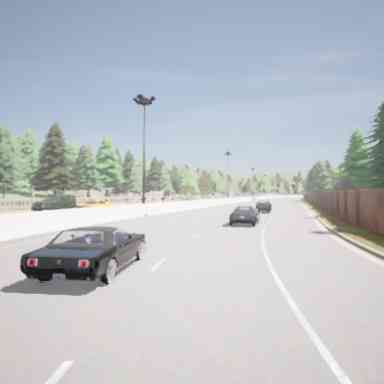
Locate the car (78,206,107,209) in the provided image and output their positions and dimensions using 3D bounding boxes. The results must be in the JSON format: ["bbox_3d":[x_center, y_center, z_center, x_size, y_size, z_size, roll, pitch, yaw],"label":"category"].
[{"bbox_3d":[-10.879,1.599,37.144,1.882,1.535,5.008,0,0,17],"label":"car"}]

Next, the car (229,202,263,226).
[{"bbox_3d":[3.978,1.710,24.825,1.994,1.385,4.181,0,0,16],"label":"car"}]

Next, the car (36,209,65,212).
[{"bbox_3d":[-14.822,1.314,36.211,2.150,2.045,5.566,0,0,17],"label":"car"}]

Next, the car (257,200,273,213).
[{"bbox_3d":[8.883,1.748,41.328,2.128,1.511,4.902,0,0,17],"label":"car"}]

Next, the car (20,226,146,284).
[{"bbox_3d":[-2.729,1.634,9.682,1.895,1.301,4.718,0,0,6],"label":"car"}]
